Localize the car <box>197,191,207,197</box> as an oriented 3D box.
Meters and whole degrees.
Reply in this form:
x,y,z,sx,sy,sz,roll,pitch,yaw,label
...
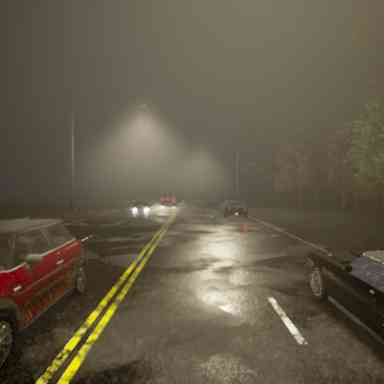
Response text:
x,y,z,sx,sy,sz,roll,pitch,yaw,label
3.254,0.536,94.477,2.097,1.767,4.553,0,0,0,car

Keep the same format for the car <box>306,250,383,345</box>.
x,y,z,sx,sy,sz,roll,pitch,yaw,label
3.361,1.538,5.062,1.895,1.301,4.718,0,1,0,car

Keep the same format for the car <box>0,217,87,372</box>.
x,y,z,sx,sy,sz,roll,pitch,yaw,label
-3.350,1.315,5.420,2.097,1.767,4.553,0,0,0,car

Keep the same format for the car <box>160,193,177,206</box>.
x,y,z,sx,sy,sz,roll,pitch,yaw,label
-3.328,1.000,47.102,2.097,1.767,4.553,0,1,0,car

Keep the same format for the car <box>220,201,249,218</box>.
x,y,z,sx,sy,sz,roll,pitch,yaw,label
3.385,1.369,27.559,1.895,1.301,4.718,1,0,0,car

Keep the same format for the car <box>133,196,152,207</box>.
x,y,z,sx,sy,sz,roll,pitch,yaw,label
-6.585,1.272,44.425,1.895,1.301,4.718,0,0,0,car
